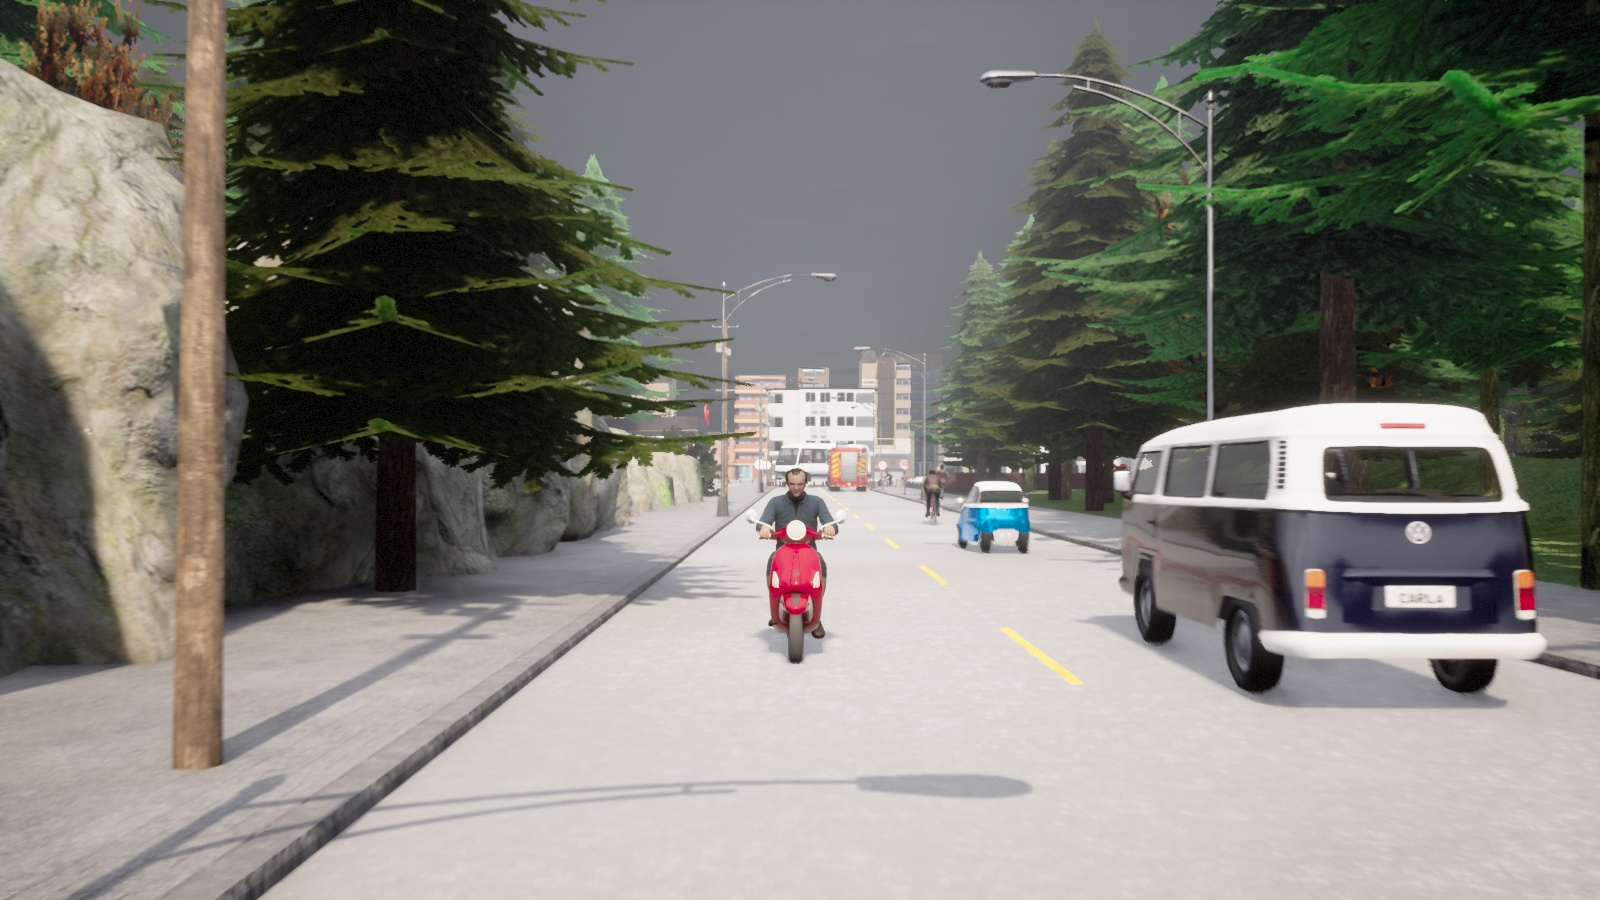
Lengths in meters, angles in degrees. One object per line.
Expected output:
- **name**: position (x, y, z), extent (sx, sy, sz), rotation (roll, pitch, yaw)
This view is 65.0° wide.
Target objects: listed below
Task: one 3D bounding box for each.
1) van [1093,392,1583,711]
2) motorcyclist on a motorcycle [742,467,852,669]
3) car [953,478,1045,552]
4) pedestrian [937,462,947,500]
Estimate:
- **van**: position (3.975, 0.693, 10.308), extent (2.069, 2.038, 4.480), rotation (0, -1, 0)
- **motorcyclist on a motorcycle**: position (-0.026, 0.950, 10.874), extent (0.866, 1.590, 1.817), rotation (0, -1, 0)
- **car**: position (3.941, 1.275, 25.171), extent (1.481, 1.376, 2.207), rotation (0, -1, 0)
- **pedestrian**: position (7.303, 1.575, 64.512), extent (0.402, 1.930, 0.666), rotation (0, -1, -5)
